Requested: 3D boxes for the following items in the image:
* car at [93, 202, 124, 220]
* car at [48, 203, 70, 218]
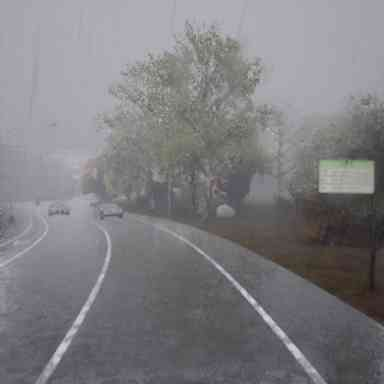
[{"bbox_3d":[-7.343,1.588,28.880,2.033,1.411,5.357,-3,1,-25],"label":"car"},{"bbox_3d":[-14.025,1.853,34.917,1.994,1.385,4.181,-3,1,-27],"label":"car"}]
